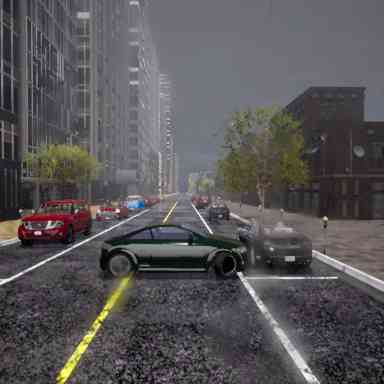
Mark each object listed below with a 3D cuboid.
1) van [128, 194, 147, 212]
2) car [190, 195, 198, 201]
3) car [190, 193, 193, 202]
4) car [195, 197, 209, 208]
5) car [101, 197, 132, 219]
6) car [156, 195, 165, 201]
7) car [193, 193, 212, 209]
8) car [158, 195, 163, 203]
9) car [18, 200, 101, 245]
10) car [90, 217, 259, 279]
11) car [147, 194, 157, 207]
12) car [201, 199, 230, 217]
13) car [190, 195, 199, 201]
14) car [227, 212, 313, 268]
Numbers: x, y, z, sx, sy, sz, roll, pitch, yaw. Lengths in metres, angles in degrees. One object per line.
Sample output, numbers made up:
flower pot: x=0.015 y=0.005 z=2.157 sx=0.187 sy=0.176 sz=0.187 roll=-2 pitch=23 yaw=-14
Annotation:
van: x=-6.640 y=1.327 z=38.542 sx=1.690 sy=1.788 sz=3.998 roll=-1 pitch=0 yaw=-1
car: x=0.492 y=1.546 z=88.537 sx=1.802 sy=1.307 sz=4.206 roll=-1 pitch=0 yaw=-1
car: x=0.904 y=1.286 z=71.939 sx=2.192 sy=1.841 sz=5.009 roll=-1 pitch=0 yaw=-1
car: x=1.459 y=1.506 z=49.978 sx=1.752 sy=1.417 sz=4.829 roll=-1 pitch=0 yaw=-1
car: x=-6.354 y=1.430 z=26.748 sx=1.967 sy=1.590 sz=4.097 roll=-1 pitch=0 yaw=-1
car: x=-7.744 y=1.491 z=82.636 sx=1.752 sy=1.417 sz=4.829 roll=-1 pitch=0 yaw=-1
car: x=1.598 y=1.298 z=44.275 sx=2.192 sy=1.841 sz=5.009 roll=-1 pitch=0 yaw=-1
car: x=-7.331 y=1.518 z=66.207 sx=1.887 sy=1.381 sz=4.507 roll=-1 pitch=0 yaw=-1
car: x=-6.169 y=1.309 z=15.680 sx=2.192 sy=1.841 sz=5.009 roll=-1 pitch=0 yaw=-1
car: x=-0.454 y=1.556 z=9.480 sx=4.181 sy=1.385 sz=1.994 roll=0 pitch=0 yaw=-1
car: x=-6.918 y=1.296 z=49.607 sx=2.192 sy=1.841 sz=5.009 roll=-1 pitch=0 yaw=-1
car: x=2.049 y=1.541 z=26.942 sx=2.008 sy=1.369 sz=4.403 roll=-1 pitch=0 yaw=-1
car: x=0.631 y=1.532 z=83.004 sx=1.947 sy=1.339 sz=4.313 roll=-1 pitch=0 yaw=-1
car: x=2.564 y=1.547 z=11.082 sx=2.008 sy=1.369 sz=4.403 roll=-1 pitch=0 yaw=-1
